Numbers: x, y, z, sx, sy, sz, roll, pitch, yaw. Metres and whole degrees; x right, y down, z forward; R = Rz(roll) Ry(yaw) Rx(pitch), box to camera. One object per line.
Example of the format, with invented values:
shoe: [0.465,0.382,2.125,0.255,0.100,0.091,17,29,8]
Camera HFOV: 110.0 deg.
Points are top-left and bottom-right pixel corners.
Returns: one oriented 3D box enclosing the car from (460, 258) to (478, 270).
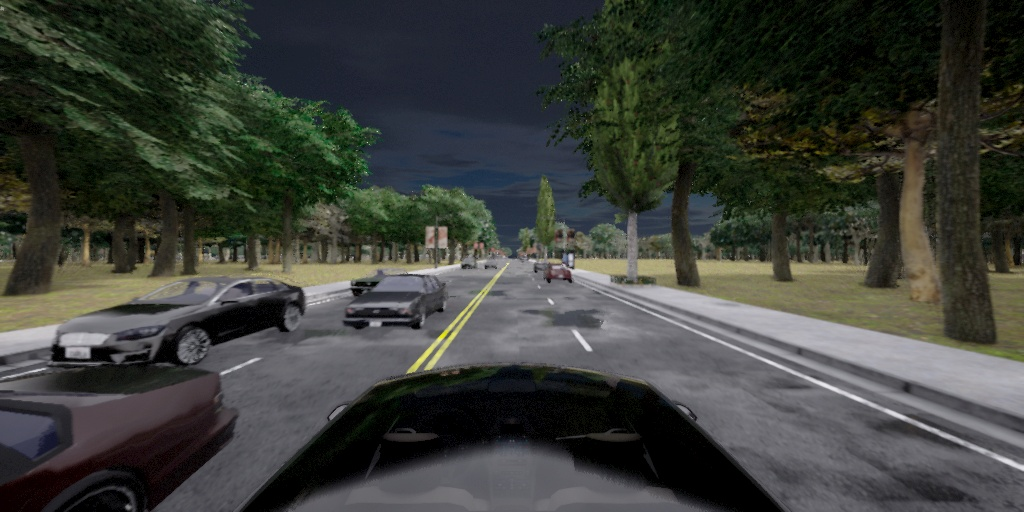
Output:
car: [-6.259,1.047,52.593,2.097,1.767,4.553,0,0,1]

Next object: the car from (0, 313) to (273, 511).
car: [-3.365,1.282,0.765,2.033,1.411,5.357,0,0,1]

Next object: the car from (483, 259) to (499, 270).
car: [-3.017,1.215,52.347,1.837,1.490,4.892,0,0,1]

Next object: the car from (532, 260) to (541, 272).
car: [3.604,1.239,44.386,2.128,1.511,4.902,0,0,0]

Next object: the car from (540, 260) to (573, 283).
car: [3.499,1.278,27.821,1.812,1.442,4.674,0,0,0]

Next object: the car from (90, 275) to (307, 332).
car: [-6.566,1.205,7.887,2.128,1.511,4.902,0,0,0]

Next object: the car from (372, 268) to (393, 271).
car: [-6.470,1.308,18.452,1.895,1.301,4.718,0,0,1]

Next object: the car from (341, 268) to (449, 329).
car: [-3.288,1.275,11.388,2.033,1.411,5.357,0,0,1]
